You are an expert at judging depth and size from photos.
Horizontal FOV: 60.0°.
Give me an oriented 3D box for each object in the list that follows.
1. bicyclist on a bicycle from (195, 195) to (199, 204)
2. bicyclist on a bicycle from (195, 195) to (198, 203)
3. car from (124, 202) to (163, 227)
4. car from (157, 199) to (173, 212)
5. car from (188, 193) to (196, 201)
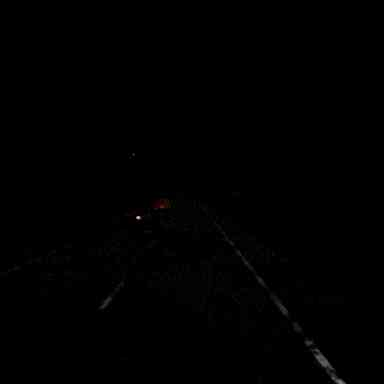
[{"bbox_3d":[0.954,1.571,62.528,0.866,1.612,1.509,0,0,0],"label":"bicyclist on a bicycle"},{"bbox_3d":[0.956,1.524,71.053,0.659,1.776,1.843,0,0,0],"label":"bicyclist on a bicycle"},{"bbox_3d":[-3.401,1.613,23.104,1.994,1.385,4.181,0,0,0],"label":"car"},{"bbox_3d":[-3.406,1.564,40.387,1.882,1.535,5.008,0,0,0],"label":"car"},{"bbox_3d":[-0.008,1.726,86.502,1.994,1.385,4.181,0,0,0],"label":"car"}]
